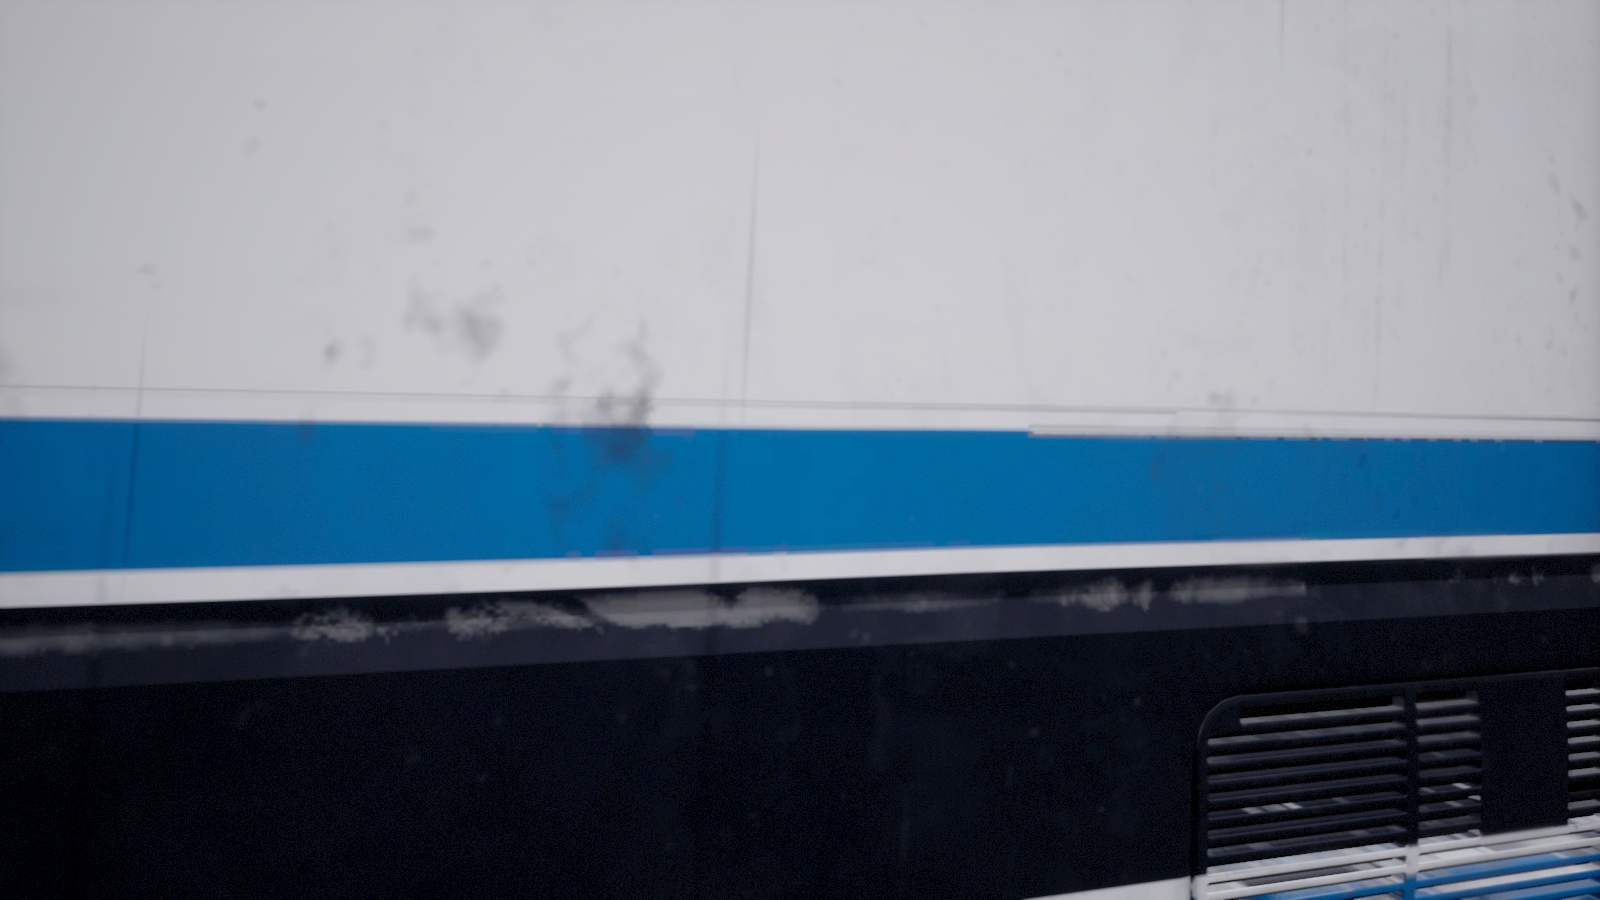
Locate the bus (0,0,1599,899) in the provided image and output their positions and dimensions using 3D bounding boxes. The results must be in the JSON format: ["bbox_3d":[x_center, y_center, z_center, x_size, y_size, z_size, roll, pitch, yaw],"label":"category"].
[{"bbox_3d":[-0.134,-0.630,3.185,10.273,4.253,3.944,-1,1,-20],"label":"bus"}]
